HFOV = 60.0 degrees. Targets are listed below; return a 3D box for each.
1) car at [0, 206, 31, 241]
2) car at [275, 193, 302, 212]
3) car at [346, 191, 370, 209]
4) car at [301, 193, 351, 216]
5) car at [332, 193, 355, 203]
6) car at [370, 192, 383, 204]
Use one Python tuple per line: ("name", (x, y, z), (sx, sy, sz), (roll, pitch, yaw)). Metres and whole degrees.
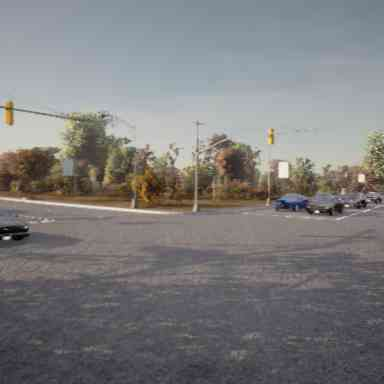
("car", (-8.556, 1.188, 13.488), (5.357, 1.411, 2.033), (1, 2, 40))
("car", (9.313, 0.899, 30.624), (1.882, 1.535, 5.008), (1, 2, 37))
("car", (16.612, 0.752, 34.461), (2.097, 1.767, 4.553), (1, 2, 37))
("car", (10.999, 1.058, 27.060), (2.033, 1.411, 5.357), (1, 2, 37))
("car", (21.029, 0.791, 46.048), (1.895, 1.301, 4.718), (1, 2, 38))
("car", (23.670, 0.787, 43.745), (1.812, 1.442, 4.674), (1, 2, 38))
